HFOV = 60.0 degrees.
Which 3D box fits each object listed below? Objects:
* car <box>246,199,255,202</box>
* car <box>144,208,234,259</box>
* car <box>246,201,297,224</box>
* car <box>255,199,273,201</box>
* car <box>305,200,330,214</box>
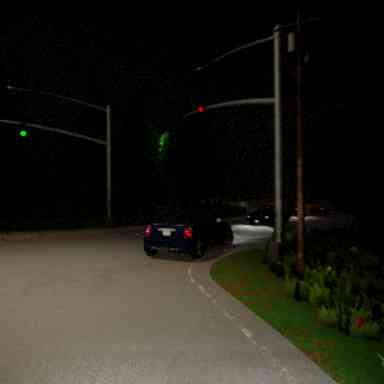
[{"bbox_3d":[11.881,1.943,61.111,1.895,1.301,4.718,0,-1,-24],"label":"car"},{"bbox_3d":[0.034,1.435,13.378,2.097,1.767,4.553,0,0,25],"label":"car"},{"bbox_3d":[6.008,1.667,25.491,2.033,1.411,5.357,-1,-1,34],"label":"car"},{"bbox_3d":[11.001,1.732,48.510,1.882,1.535,5.008,0,-1,-2],"label":"car"},{"bbox_3d":[14.263,1.627,38.012,1.882,1.535,5.008,0,0,8],"label":"car"}]
